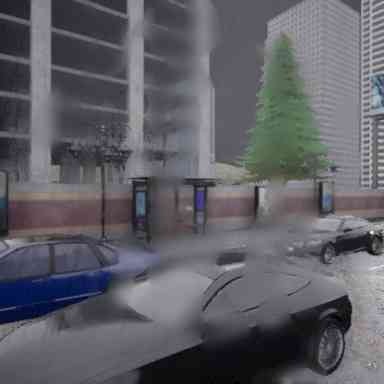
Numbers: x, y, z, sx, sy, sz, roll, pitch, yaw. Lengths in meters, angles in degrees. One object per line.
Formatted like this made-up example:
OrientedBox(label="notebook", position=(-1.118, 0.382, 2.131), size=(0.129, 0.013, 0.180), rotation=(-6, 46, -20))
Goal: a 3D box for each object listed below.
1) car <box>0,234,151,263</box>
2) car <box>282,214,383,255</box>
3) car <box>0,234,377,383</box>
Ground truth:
OrientedBox(label="car", position=(-2.918, 1.549, 6.210), size=(5.357, 1.411, 2.033), rotation=(0, 0, -35))
OrientedBox(label="car", position=(4.998, 1.544, 11.847), size=(4.674, 1.442, 1.812), rotation=(0, 0, -35))
OrientedBox(label="car", position=(0.146, 1.529, 4.087), size=(4.674, 1.442, 1.812), rotation=(0, 0, -36))
